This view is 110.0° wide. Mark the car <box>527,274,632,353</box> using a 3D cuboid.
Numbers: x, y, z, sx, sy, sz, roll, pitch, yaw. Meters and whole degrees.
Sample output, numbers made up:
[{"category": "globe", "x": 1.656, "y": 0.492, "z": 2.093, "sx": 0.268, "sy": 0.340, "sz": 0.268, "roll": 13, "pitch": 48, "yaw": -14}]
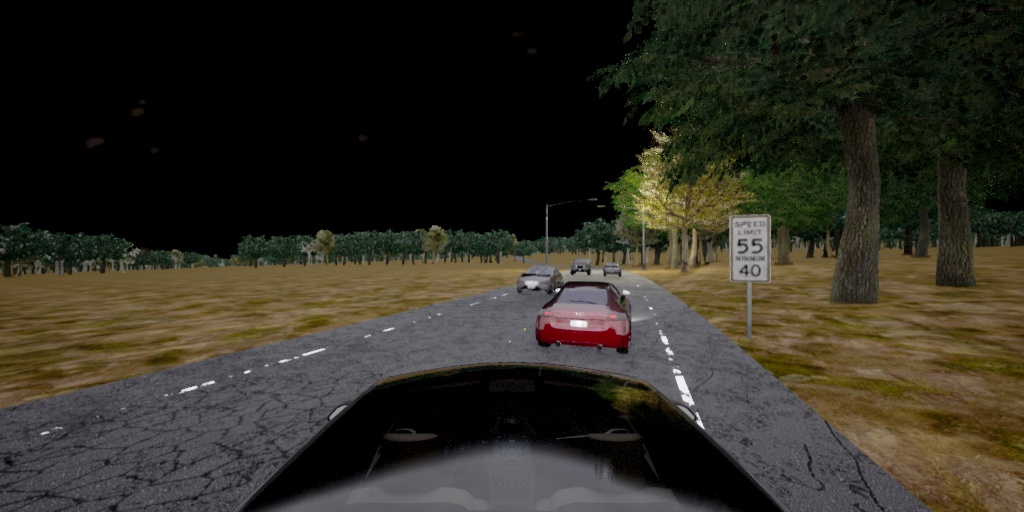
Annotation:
[{"category": "car", "x": 1.959, "y": 1.324, "z": 9.031, "sx": 1.994, "sy": 1.385, "sz": 4.181, "roll": 0, "pitch": 0, "yaw": 18}]

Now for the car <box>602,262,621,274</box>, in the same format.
[{"category": "car", "x": 11.093, "y": 1.508, "z": 39.658, "sx": 2.128, "sy": 1.511, "sz": 4.902, "roll": 0, "pitch": -1, "yaw": 15}]

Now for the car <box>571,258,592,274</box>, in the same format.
[{"category": "car", "x": 8.420, "y": 1.258, "z": 43.419, "sx": 2.150, "sy": 2.045, "sz": 5.566, "roll": 0, "pitch": -1, "yaw": 15}]

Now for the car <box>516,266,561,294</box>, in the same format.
[{"category": "car", "x": 1.665, "y": 1.290, "z": 19.950, "sx": 2.128, "sy": 1.511, "sz": 4.902, "roll": 2, "pitch": -1, "yaw": 17}]
